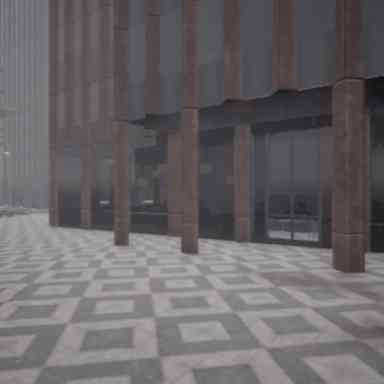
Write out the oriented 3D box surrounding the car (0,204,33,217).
[{"bbox_3d":[-21.139,2.164,39.386,1.994,1.385,4.181,0,0,36],"label":"car"}]
